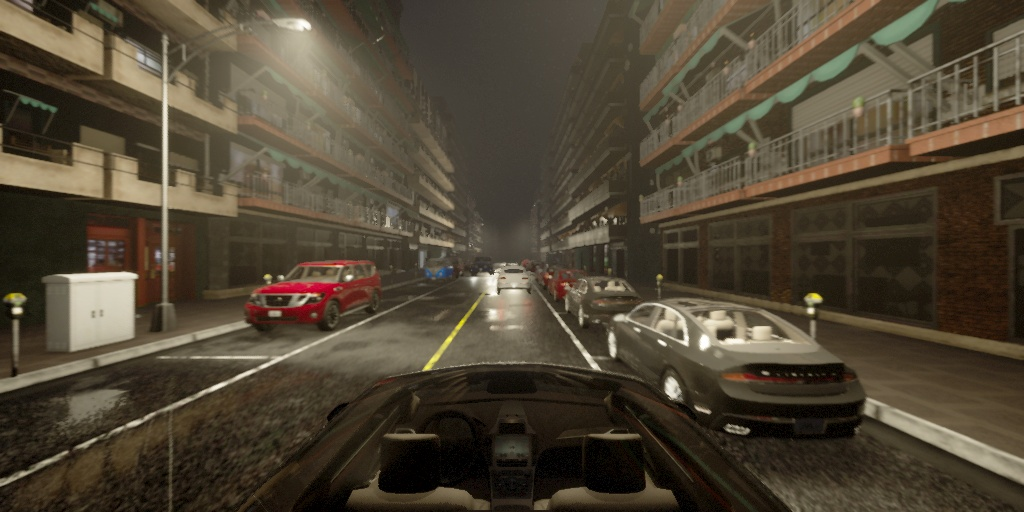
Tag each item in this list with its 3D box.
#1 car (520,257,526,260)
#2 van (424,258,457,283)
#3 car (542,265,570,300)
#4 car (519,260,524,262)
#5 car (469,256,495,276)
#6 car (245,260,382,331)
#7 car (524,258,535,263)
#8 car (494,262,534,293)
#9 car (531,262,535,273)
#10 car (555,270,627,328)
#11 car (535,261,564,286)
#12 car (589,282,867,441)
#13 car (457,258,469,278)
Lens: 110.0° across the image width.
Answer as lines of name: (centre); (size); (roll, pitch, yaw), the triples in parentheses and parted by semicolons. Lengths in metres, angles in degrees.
car: (2.700, 1.380, 62.054); (1.888, 1.381, 4.507); (0, 0, 0)
van: (-5.685, 1.101, 28.105); (1.690, 1.789, 3.998); (0, 0, 0)
car: (2.693, 1.298, 16.759); (1.888, 1.381, 4.507); (0, 0, 0)
car: (0.107, 1.385, 41.047); (1.895, 1.301, 4.718); (0, 0, 0)
car: (-3.025, 1.002, 38.001); (2.150, 2.045, 5.566); (0, 0, 1)
car: (-5.688, 1.067, 11.119); (2.192, 1.841, 5.009); (0, 0, 0)
car: (2.697, 1.220, 39.401); (1.967, 1.591, 4.097); (0, 0, 0)
car: (0.103, 1.280, 20.518); (1.812, 1.442, 4.674); (0, 0, 0)
car: (2.695, 1.342, 28.082); (1.802, 1.307, 4.207); (0, 0, 0)
car: (2.692, 1.302, 11.097); (2.007, 1.370, 4.403); (0, 0, 0)
car: (2.694, 1.195, 22.419); (1.967, 1.591, 4.097); (0, 0, 0)
car: (2.691, 1.301, 5.435); (2.007, 1.370, 4.403); (0, 0, 0)
car: (-5.685, 1.085, 33.764); (2.192, 1.841, 5.009); (0, 0, 0)
